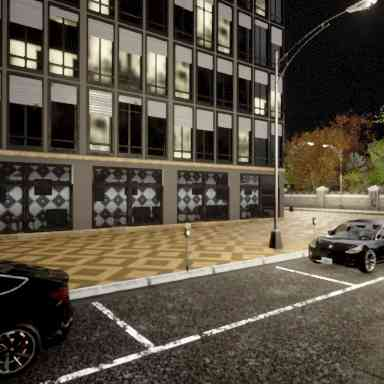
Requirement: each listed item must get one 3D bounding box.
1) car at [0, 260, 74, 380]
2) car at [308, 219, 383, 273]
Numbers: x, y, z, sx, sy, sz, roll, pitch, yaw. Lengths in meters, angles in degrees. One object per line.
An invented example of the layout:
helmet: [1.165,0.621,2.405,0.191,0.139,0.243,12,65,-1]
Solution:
car: [-3.661,1.566,3.947,4.313,1.339,1.947,0,0,-36]
car: [5.569,1.562,10.632,4.313,1.339,1.947,0,0,-36]
